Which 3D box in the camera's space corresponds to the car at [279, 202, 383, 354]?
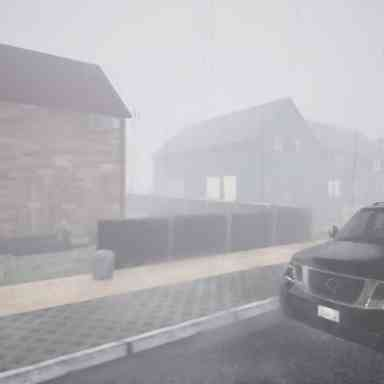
[{"bbox_3d":[3.991,1.203,5.903,5.566,2.045,2.150,0,0,-36],"label":"car"}]
